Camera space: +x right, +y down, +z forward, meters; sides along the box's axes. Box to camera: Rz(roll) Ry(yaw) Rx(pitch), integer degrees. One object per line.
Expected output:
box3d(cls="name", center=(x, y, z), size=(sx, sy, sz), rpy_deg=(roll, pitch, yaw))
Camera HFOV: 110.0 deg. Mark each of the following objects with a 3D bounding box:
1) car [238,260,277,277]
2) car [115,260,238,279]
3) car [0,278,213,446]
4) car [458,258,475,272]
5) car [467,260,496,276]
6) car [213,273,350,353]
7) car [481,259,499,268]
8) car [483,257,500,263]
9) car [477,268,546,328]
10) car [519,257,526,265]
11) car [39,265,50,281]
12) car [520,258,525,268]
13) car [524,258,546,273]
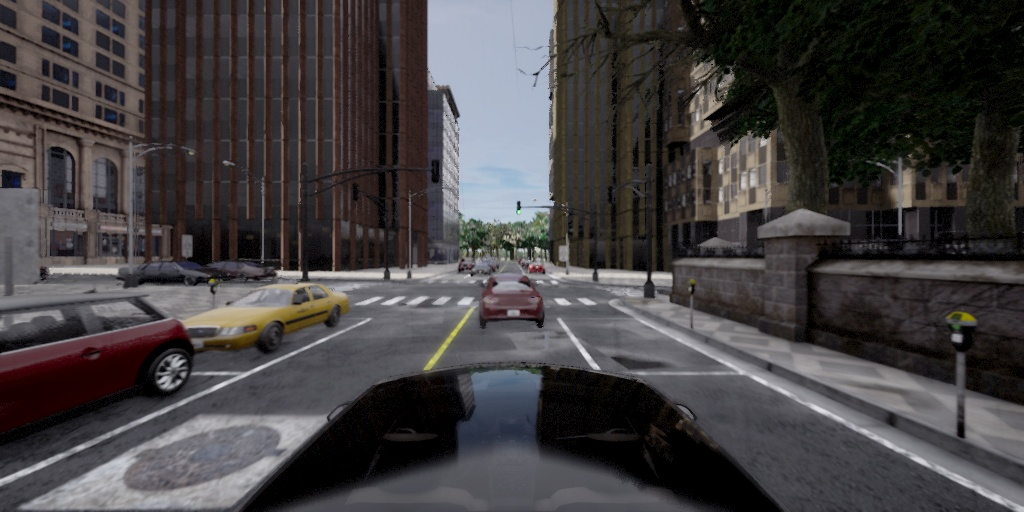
box3d(cls="car", center=(-18.773, 0.988, 23.904), size=(5.357, 1.411, 2.033), rpy_deg=(1, 0, -3))
box3d(cls="car", center=(-19.317, 0.974, 20.558), size=(5.357, 1.411, 2.033), rpy_deg=(1, 0, 0))
box3d(cls="car", center=(-5.763, 1.192, 3.644), size=(1.967, 1.591, 4.097), rpy_deg=(0, 0, 0))
box3d(cls="car", center=(-5.767, 1.138, 46.509), size=(2.192, 1.841, 5.009), rpy_deg=(0, 0, 0))
box3d(cls="car", center=(-3.088, 1.370, 37.072), size=(1.994, 1.385, 4.181), rpy_deg=(0, 0, 1))
box3d(cls="car", center=(-5.764, 1.286, 8.931), size=(1.751, 1.417, 4.829), rpy_deg=(0, 0, 0))
box3d(cls="car", center=(-3.082, 1.425, 47.067), size=(1.895, 1.301, 4.718), rpy_deg=(0, 0, 0))
box3d(cls="car", center=(-3.009, 1.335, 57.449), size=(2.128, 1.511, 4.902), rpy_deg=(0, 0, 0))
box3d(cls="car", center=(-0.098, 1.290, 11.417), size=(1.812, 1.442, 4.674), rpy_deg=(0, 0, -4))
box3d(cls="car", center=(2.757, 1.399, 62.822), size=(1.888, 1.381, 4.507), rpy_deg=(0, 0, 0))
box3d(cls="car", center=(-29.724, 0.703, 20.540), size=(5.008, 1.535, 1.882), rpy_deg=(1, 0, 0))
box3d(cls="car", center=(2.758, 1.394, 57.384), size=(2.007, 1.370, 4.403), rpy_deg=(0, 0, 0))
box3d(cls="car", center=(2.759, 1.253, 41.072), size=(1.967, 1.591, 4.097), rpy_deg=(0, 0, 0))
